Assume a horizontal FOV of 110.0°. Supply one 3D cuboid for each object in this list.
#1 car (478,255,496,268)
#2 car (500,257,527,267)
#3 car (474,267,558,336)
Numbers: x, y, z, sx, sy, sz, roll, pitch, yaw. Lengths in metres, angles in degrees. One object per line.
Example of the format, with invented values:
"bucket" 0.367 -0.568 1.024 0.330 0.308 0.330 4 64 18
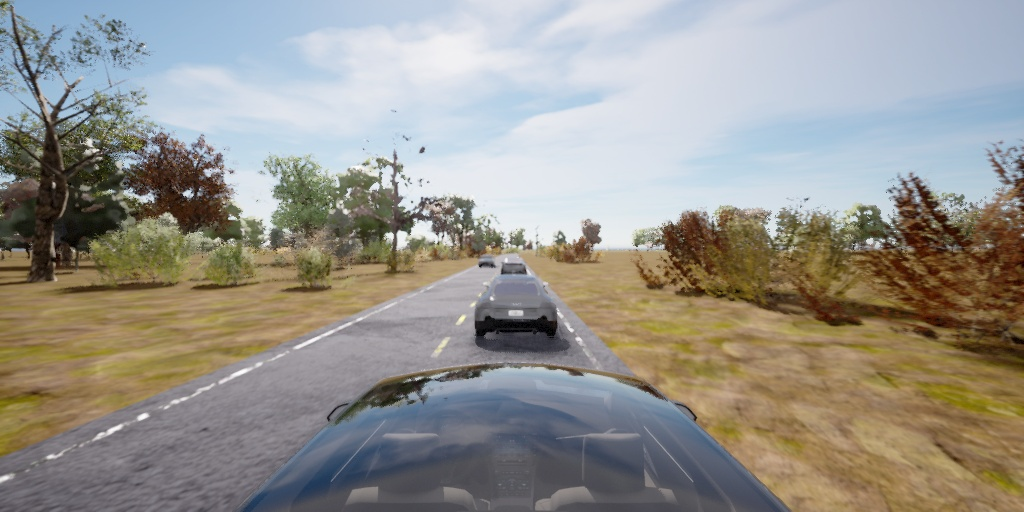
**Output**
"car" -2.997 0.620 43.141 1.837 1.490 4.892 0 1 0
"car" 0.137 0.844 27.666 2.128 1.511 4.902 0 1 0
"car" 0.095 1.189 9.891 1.994 1.385 4.181 0 1 0
